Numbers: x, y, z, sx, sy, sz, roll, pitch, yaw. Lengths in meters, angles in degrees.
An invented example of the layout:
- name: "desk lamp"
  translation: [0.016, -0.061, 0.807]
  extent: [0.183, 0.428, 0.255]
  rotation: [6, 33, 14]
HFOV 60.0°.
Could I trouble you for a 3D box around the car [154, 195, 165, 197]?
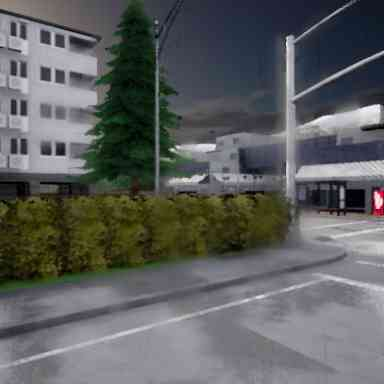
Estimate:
- name: "car"
  translation: [-3.061, 1.095, 32.563]
  extent: [2.097, 1.767, 4.553]
  rotation: [0, 0, -35]
